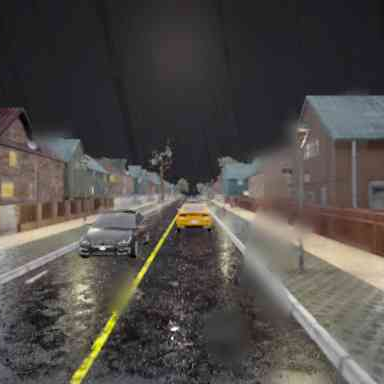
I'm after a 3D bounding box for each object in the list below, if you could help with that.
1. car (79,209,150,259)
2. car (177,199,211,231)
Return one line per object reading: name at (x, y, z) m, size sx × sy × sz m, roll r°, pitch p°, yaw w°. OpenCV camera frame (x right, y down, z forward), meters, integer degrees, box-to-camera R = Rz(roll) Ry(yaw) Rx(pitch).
car at (-2.743, 1.471, 12.627) m, size 1.837 × 1.490 × 4.892 m, roll 0°, pitch 0°, yaw 0°
car at (0.110, 1.428, 20.217) m, size 1.882 × 1.535 × 5.008 m, roll 0°, pitch 0°, yaw 0°
